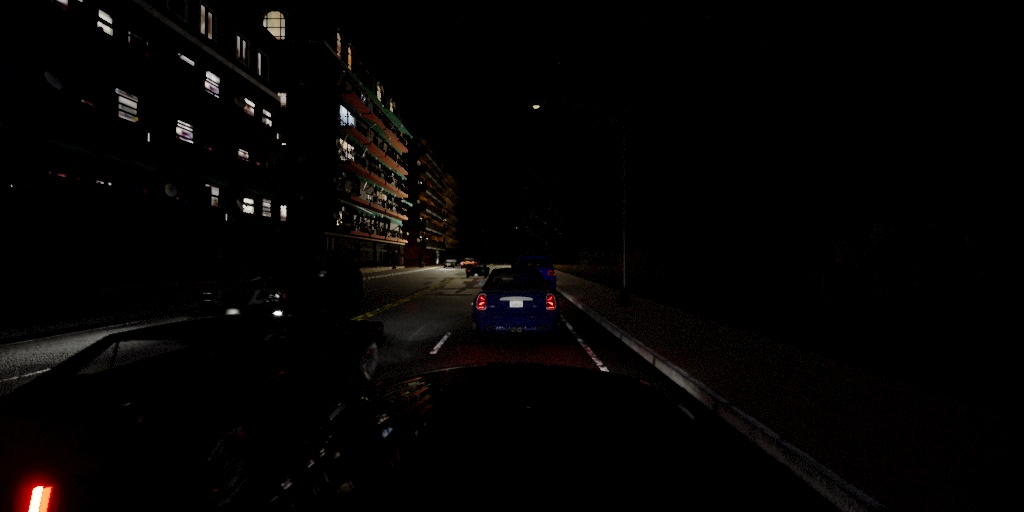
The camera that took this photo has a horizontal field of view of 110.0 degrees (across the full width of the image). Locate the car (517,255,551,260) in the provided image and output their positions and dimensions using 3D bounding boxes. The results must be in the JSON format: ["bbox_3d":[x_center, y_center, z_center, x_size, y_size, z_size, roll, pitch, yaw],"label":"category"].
[{"bbox_3d":[1.136,0.977,19.768,2.150,2.045,5.566,0,0,0],"label":"car"}]

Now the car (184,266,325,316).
[{"bbox_3d":[-9.851,1.243,14.369,2.128,1.511,4.902,0,0,0],"label":"car"}]

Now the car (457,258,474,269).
[{"bbox_3d":[-6.589,1.102,54.566,2.097,1.767,4.553,0,0,0],"label":"car"}]

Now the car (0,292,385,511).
[{"bbox_3d":[-3.154,1.351,4.225,1.895,1.301,4.718,0,0,0],"label":"car"}]

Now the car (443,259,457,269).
[{"bbox_3d":[-9.831,1.241,57.726,2.128,1.511,4.902,0,0,0],"label":"car"}]

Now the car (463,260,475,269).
[{"bbox_3d":[-3.149,1.352,33.828,1.895,1.301,4.718,0,0,0],"label":"car"}]

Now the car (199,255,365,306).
[{"bbox_3d":[-6.602,0.973,11.242,2.150,2.045,5.566,0,0,0],"label":"car"}]

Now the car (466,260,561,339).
[{"bbox_3d":[0.097,1.103,10.193,2.097,1.767,4.553,0,0,0],"label":"car"}]
